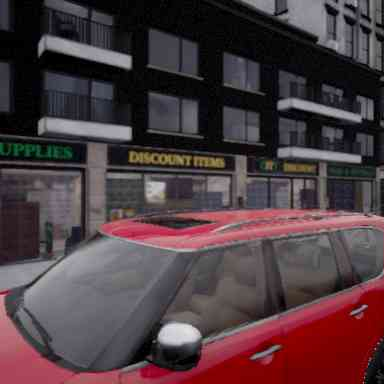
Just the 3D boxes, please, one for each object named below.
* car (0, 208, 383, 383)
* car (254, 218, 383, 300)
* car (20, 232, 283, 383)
[{"bbox_3d":[-0.038,1.224,3.026,5.566,2.045,2.150,0,0,-35],"label":"car"},{"bbox_3d":[3.971,1.553,9.016,4.403,1.369,2.008,0,0,-35],"label":"car"},{"bbox_3d":[-0.516,1.583,5.818,4.206,1.307,1.802,0,0,-35],"label":"car"}]
